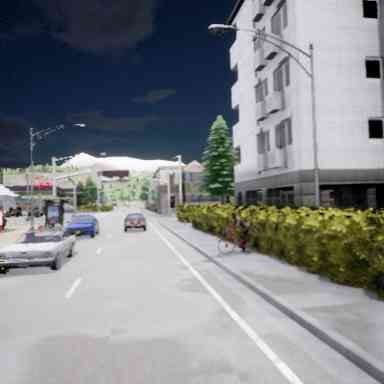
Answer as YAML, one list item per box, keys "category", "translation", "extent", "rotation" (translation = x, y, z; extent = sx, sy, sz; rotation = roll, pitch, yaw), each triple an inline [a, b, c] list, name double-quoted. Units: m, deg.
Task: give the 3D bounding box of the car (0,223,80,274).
- category: "car"
  translation: [-5.781, 2.135, 12.836]
  extent: [1.895, 1.301, 4.718]
  rotation: [-1, -2, -10]

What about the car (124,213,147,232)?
- category: "car"
  translation: [-4.801, 2.505, 28.133]
  extent: [2.033, 1.411, 5.357]
  rotation: [-1, -2, -10]

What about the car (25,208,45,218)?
- category: "car"
  translation: [-31.037, 4.385, 66.218]
  extent: [2.007, 1.523, 4.514]
  rotation: [-1, -2, -11]

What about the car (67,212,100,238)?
- category: "car"
  translation: [-7.767, 2.400, 23.859]
  extent: [1.882, 1.535, 5.008]
  rotation: [-1, -2, -10]

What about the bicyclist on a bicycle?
- category: "bicyclist on a bicycle"
  translation: [1.791, 1.604, 12.944]
  extent: [1.656, 1.620, 0.582]
  rotation: [-2, -2, -10]

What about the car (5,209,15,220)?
- category: "car"
  translation: [-33.363, 4.165, 58.625]
  extent: [1.970, 1.475, 3.806]
  rotation: [-1, -2, -11]

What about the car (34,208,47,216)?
- category: "car"
  translation: [-37.873, 4.876, 83.132]
  extent: [1.905, 1.878, 3.866]
  rotation: [-1, -2, -11]

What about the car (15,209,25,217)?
- category: "car"
  translation: [-39.679, 4.705, 74.800]
  extent: [1.932, 1.855, 4.605]
  rotation: [-1, -2, -11]

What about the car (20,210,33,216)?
- category: "car"
  translation: [-41.243, 5.264, 83.120]
  extent: [1.970, 1.475, 3.806]
  rotation: [-1, -2, -11]
